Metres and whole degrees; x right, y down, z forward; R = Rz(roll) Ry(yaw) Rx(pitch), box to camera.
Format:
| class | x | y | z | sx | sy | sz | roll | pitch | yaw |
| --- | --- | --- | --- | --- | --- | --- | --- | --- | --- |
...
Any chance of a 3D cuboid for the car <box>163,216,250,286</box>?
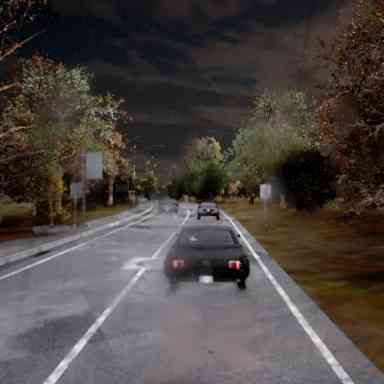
| class | x | y | z | sx | sy | sz | roll | pitch | yaw |
| --- | --- | --- | --- | --- | --- | --- | --- | --- | --- |
| car | 0.436 | 1.579 | 9.349 | 1.895 | 1.301 | 4.718 | 0 | 0 | 3 |

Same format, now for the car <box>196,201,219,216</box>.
| class | x | y | z | sx | sy | sz | roll | pitch | yaw |
| --- | --- | --- | --- | --- | --- | --- | --- | --- | --- |
| car | 1.362 | 1.498 | 28.409 | 2.033 | 1.411 | 5.357 | 0 | 0 | 2 |

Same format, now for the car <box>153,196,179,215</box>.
| class | x | y | z | sx | sy | sz | roll | pitch | yaw |
| --- | --- | --- | --- | --- | --- | --- | --- | --- | --- |
| car | -2.306 | 1.433 | 33.443 | 2.128 | 1.511 | 4.902 | 0 | 0 | 0 |

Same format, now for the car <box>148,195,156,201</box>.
| class | x | y | z | sx | sy | sz | roll | pitch | yaw |
| --- | --- | --- | --- | --- | --- | --- | --- | --- | --- |
| car | -8.589 | 1.297 | 74.069 | 1.994 | 1.385 | 4.181 | 1 | 0 | -17 |
